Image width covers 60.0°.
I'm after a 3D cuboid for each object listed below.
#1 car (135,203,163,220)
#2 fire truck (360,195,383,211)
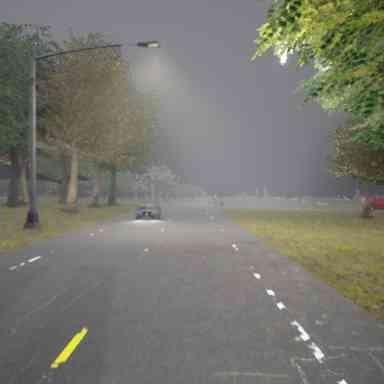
[{"bbox_3d":[-3.594,1.600,28.339,1.994,1.385,4.181,0,0,0],"label":"car"},{"bbox_3d":[44.757,2.703,78.914,8.468,3.827,2.891,2,-1,4],"label":"fire truck"}]
